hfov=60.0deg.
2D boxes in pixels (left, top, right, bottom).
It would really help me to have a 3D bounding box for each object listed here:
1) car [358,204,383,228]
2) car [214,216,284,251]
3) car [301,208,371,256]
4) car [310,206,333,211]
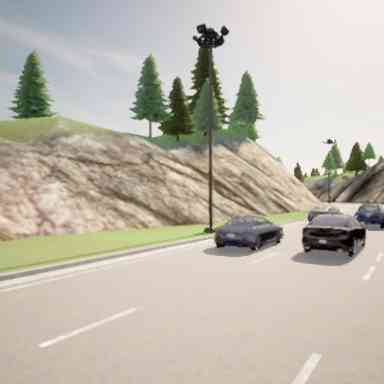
[{"bbox_3d":[13.924,1.746,25.764,2.097,1.767,4.553,-1,-1,35],"label":"car"},{"bbox_3d":[2.737,1.795,15.449,1.994,1.385,4.181,0,-1,34],"label":"car"},{"bbox_3d":[6.229,1.696,14.357,1.882,1.535,5.008,0,-1,34],"label":"car"},{"bbox_3d":[11.070,1.912,27.792,2.128,1.511,4.902,0,-1,35],"label":"car"}]
